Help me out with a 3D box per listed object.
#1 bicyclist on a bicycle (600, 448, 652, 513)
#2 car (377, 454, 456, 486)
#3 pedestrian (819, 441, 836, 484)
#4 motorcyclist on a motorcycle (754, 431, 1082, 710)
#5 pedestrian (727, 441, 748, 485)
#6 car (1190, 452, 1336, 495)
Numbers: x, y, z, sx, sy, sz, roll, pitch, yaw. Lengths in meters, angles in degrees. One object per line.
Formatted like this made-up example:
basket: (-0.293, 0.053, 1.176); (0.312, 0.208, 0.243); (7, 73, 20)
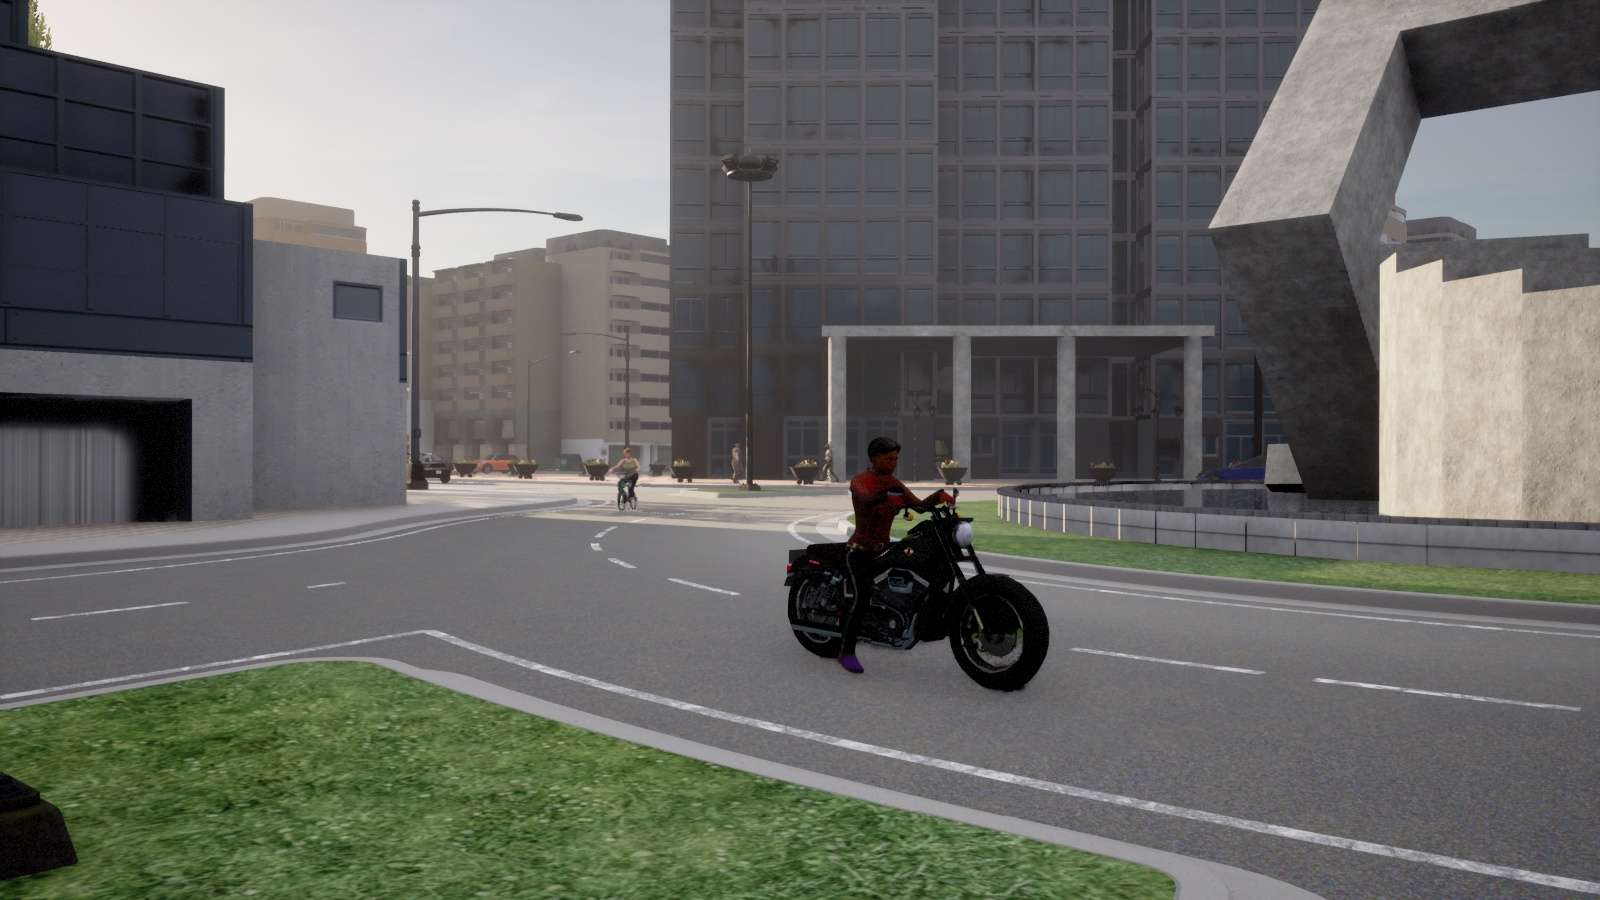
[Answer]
bicyclist on a bicycle: (-4.449, 0.770, 32.207); (0.866, 1.612, 1.509); (-1, 0, 10)
car: (-18.808, 0.949, 61.465); (4.193, 1.474, 1.816); (0, 0, 42)
pedestrian: (1.254, 0.558, 57.107); (0.692, 1.930, 0.396); (0, 0, 14)
motorcyclist on a motorcycle: (0.722, 0.715, 8.581); (0.766, 1.649, 2.350); (0, 0, -41)
pedestrian: (-2.638, 0.536, 53.260); (0.694, 1.848, 0.540); (0, 0, 35)
car: (16.931, 0.822, 45.946); (4.792, 1.488, 2.163); (0, 0, 26)
